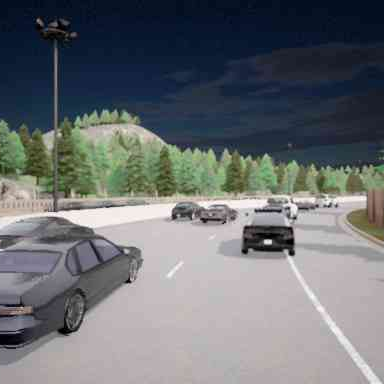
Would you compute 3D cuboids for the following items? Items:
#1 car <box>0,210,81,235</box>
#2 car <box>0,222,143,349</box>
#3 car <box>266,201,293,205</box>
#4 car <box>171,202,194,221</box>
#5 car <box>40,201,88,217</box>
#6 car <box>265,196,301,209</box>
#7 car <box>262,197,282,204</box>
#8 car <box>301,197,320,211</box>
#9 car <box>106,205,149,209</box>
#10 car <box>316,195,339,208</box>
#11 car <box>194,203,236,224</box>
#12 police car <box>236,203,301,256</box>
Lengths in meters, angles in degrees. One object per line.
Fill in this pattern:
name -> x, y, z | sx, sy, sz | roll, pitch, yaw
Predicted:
car -> -5.218, 1.597, 11.995 | 1.812, 1.442, 4.674 | 0, 0, 10
car -> -2.581, 1.587, 6.825 | 2.033, 1.411, 5.357 | 0, 0, 8
car -> 5.419, 1.604, 21.916 | 1.837, 1.490, 4.892 | 0, 0, 18
car -> -0.213, 1.651, 29.261 | 1.837, 1.490, 4.892 | 0, 0, 21
car -> -13.245, 1.706, 34.828 | 1.837, 1.490, 4.892 | 0, 0, 22
car -> 7.220, 1.343, 26.837 | 2.150, 2.045, 5.566 | 0, 0, 22
car -> 16.280, 1.692, 67.334 | 1.812, 1.442, 4.674 | 0, 0, 43
car -> 14.802, 1.750, 43.563 | 1.994, 1.385, 4.181 | 0, 0, 35
car -> -6.185, 1.532, 33.584 | 2.097, 1.767, 4.553 | 0, 0, 23
car -> 21.064, 1.437, 52.027 | 2.150, 2.045, 5.566 | 0, 0, 42
car -> 2.186, 1.672, 25.931 | 2.033, 1.411, 5.357 | 0, 0, 20
police car -> 3.113, 1.487, 13.663 | 1.930, 1.638, 5.238 | 0, 0, 13
